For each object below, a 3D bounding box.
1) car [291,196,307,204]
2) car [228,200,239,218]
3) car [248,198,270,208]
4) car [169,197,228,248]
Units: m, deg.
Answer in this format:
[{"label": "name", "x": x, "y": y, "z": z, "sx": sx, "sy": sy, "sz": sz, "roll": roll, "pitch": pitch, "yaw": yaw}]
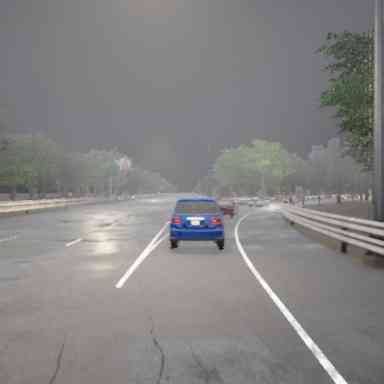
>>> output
[{"label": "car", "x": 20.021, "y": 1.380, "z": 62.535, "sx": 1.882, "sy": 1.535, "sz": 5.008, "roll": 0, "pitch": 0, "yaw": 40}, {"label": "car", "x": 3.063, "y": 1.465, "z": 30.028, "sx": 1.882, "sy": 1.535, "sz": 5.008, "roll": 0, "pitch": 0, "yaw": 15}, {"label": "car", "x": 9.505, "y": 1.547, "z": 46.852, "sx": 1.895, "sy": 1.301, "sz": 4.718, "roll": 0, "pitch": 0, "yaw": 27}, {"label": "car", "x": 0.356, "y": 1.226, "z": 14.833, "sx": 2.150, "sy": 2.045, "sz": 5.566, "roll": 0, "pitch": 0, "yaw": 5}]
